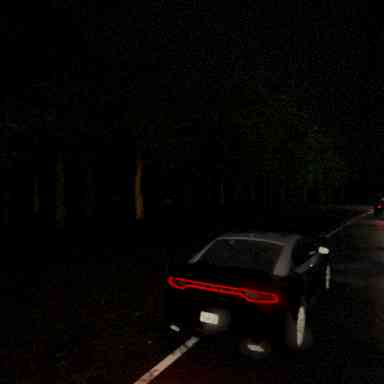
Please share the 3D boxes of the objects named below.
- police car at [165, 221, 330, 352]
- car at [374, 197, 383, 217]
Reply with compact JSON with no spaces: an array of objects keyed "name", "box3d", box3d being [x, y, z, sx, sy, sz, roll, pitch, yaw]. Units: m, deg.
[{"name":"police car","box3d":[1.486,1.403,6.495,1.930,1.638,5.238,1,0,29]},{"name":"car","box3d":[18.202,1.495,31.019,1.837,1.490,4.892,1,1,34]}]
